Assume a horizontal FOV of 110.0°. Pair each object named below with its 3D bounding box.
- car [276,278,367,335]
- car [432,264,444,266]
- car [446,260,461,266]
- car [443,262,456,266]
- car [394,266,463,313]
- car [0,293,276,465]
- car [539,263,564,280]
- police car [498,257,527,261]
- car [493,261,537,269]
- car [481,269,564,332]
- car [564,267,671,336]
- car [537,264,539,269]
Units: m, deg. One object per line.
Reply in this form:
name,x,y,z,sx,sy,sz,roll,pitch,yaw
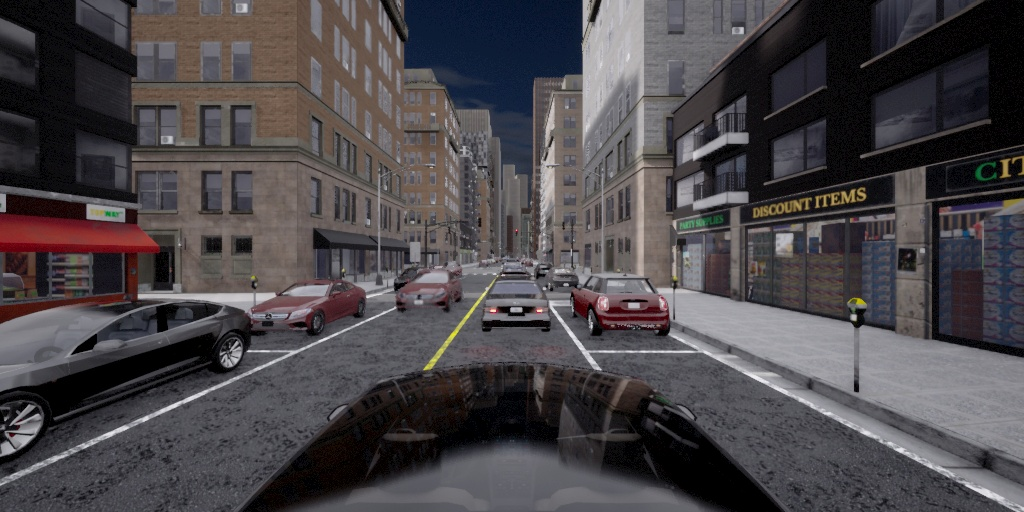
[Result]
car,-5.649,1.331,10.394,1.802,1.307,4.207,0,0,0
car,-5.620,1.316,21.396,1.948,1.339,4.313,0,0,0
car,-5.590,1.192,32.399,1.967,1.591,4.097,0,0,0
car,-5.605,1.333,26.897,1.802,1.307,4.207,0,0,0
car,-3.067,1.275,14.160,1.812,1.442,4.674,0,0,0
car,-5.664,1.315,4.892,1.948,1.339,4.313,0,0,0
car,2.906,1.301,21.373,2.007,1.370,4.403,0,0,0
police car,0.074,1.178,31.386,1.930,1.638,5.238,0,0,0
car,0.148,1.242,21.367,2.128,1.511,4.902,0,0,0
car,0.118,1.297,10.844,2.033,1.411,5.357,0,0,0
car,2.877,1.189,10.371,1.967,1.591,4.097,0,0,0
car,2.935,1.319,32.376,1.948,1.339,4.313,0,0,0
